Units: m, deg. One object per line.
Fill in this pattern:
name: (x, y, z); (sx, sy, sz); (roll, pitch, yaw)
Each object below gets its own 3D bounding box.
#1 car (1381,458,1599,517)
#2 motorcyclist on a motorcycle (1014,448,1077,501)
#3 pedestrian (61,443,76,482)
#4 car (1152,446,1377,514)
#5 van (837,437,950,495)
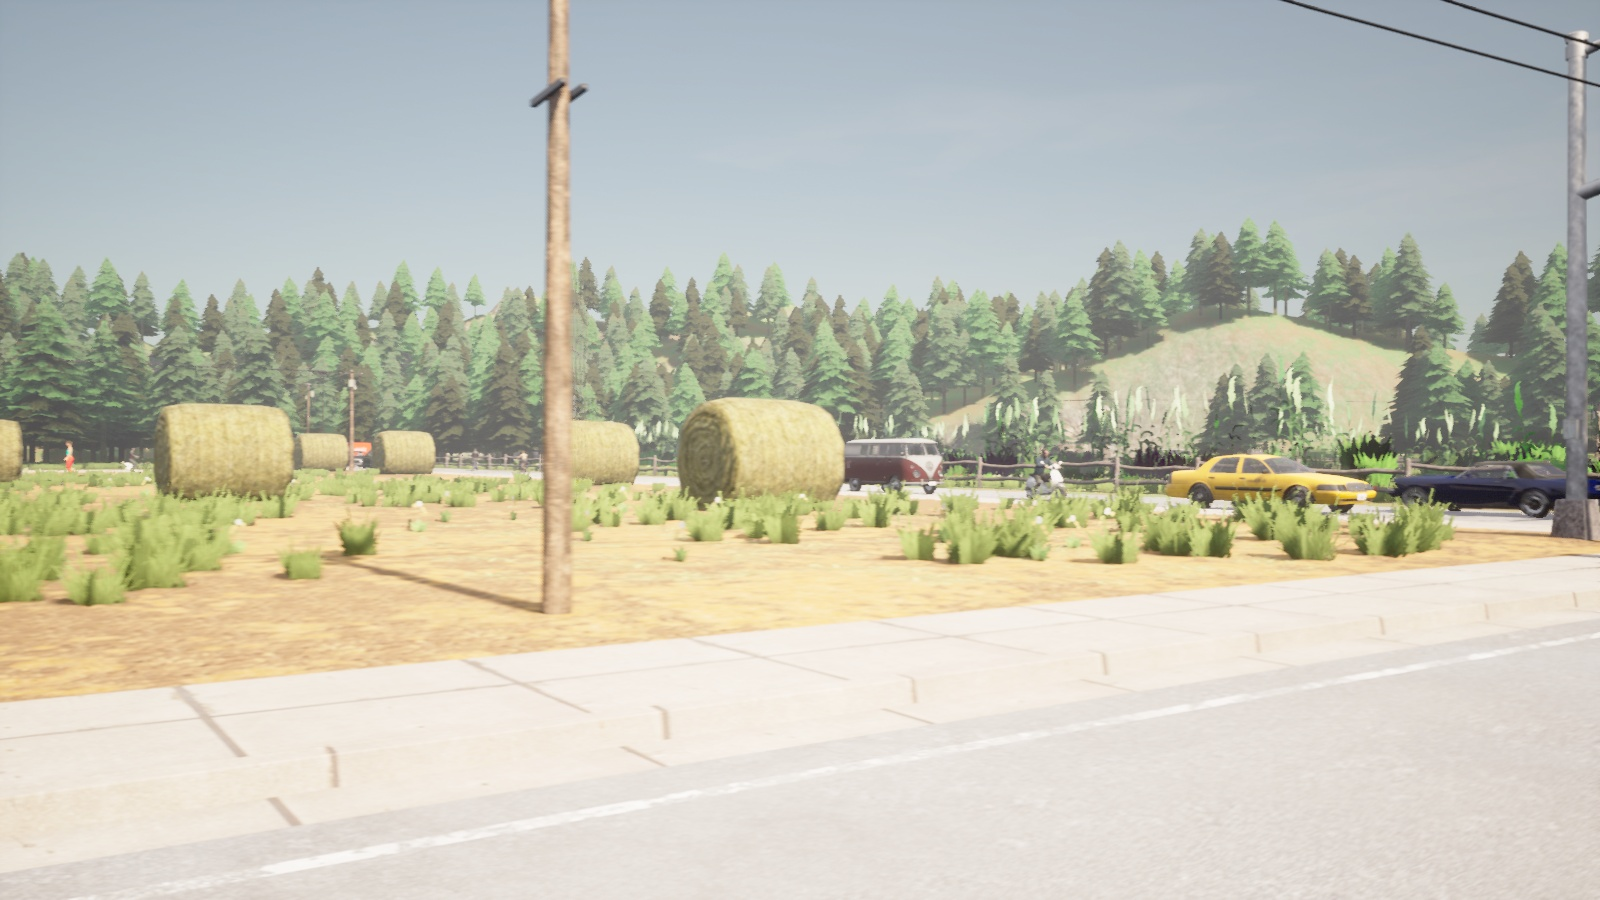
car: (16.762, 0.849, 30.284); (1.895, 1.301, 4.718); (0, 0, -32)
motorcyclist on a motorcycle: (7.511, 0.742, 38.490); (0.866, 1.590, 1.817); (0, 0, -32)
pedestrian: (-34.174, 0.586, 58.683); (0.594, 1.836, 0.345); (0, 0, -25)
car: (11.632, 0.702, 31.852); (1.801, 1.575, 5.366); (0, 0, -32)
van: (3.313, 0.567, 45.241); (1.775, 1.987, 4.442); (0, 0, -32)
